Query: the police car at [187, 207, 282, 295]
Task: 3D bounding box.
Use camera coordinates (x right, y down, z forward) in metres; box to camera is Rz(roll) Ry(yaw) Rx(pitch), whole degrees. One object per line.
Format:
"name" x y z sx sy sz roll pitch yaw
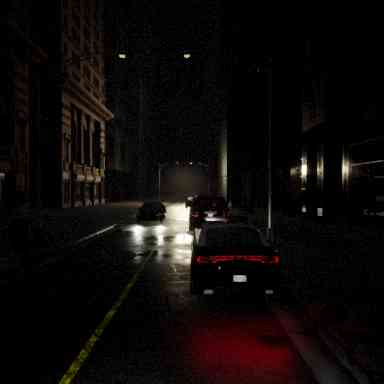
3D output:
"police car" 0.904 1.425 8.853 1.930 1.638 5.238 0 0 0

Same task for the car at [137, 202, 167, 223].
"car" -2.985 1.487 25.445 1.882 1.535 5.008 0 0 0

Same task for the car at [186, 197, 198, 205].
"car" 0.039 1.564 59.846 2.033 1.411 5.357 0 0 0

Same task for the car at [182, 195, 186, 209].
"car" 0.043 1.508 46.156 2.128 1.511 4.902 0 0 0

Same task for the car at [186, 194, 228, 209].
"car" 0.911 1.230 18.773 2.150 2.045 5.566 0 0 0

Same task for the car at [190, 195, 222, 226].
"car" 0.915 1.233 24.773 2.150 2.045 5.566 0 0 0
